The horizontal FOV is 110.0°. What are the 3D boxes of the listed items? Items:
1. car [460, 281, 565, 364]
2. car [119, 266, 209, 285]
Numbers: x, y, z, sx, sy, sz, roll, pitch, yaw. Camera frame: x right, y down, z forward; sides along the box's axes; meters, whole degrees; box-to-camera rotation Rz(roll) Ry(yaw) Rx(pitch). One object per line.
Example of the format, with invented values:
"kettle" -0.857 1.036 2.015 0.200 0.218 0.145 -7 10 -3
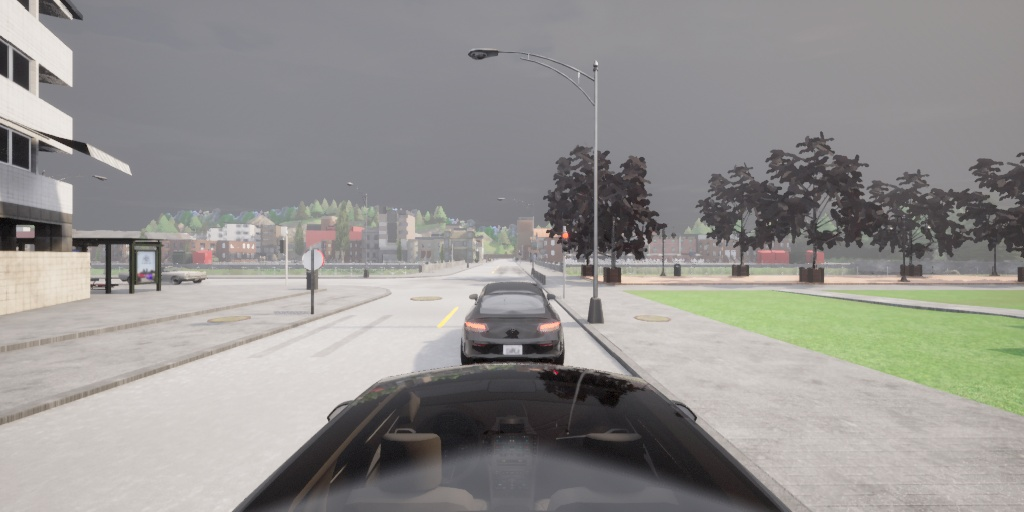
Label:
"car" 0.007 1.276 7.806 1.812 1.442 4.674 0 0 0
"car" -24.466 1.351 25.300 4.718 1.301 1.895 0 0 0
